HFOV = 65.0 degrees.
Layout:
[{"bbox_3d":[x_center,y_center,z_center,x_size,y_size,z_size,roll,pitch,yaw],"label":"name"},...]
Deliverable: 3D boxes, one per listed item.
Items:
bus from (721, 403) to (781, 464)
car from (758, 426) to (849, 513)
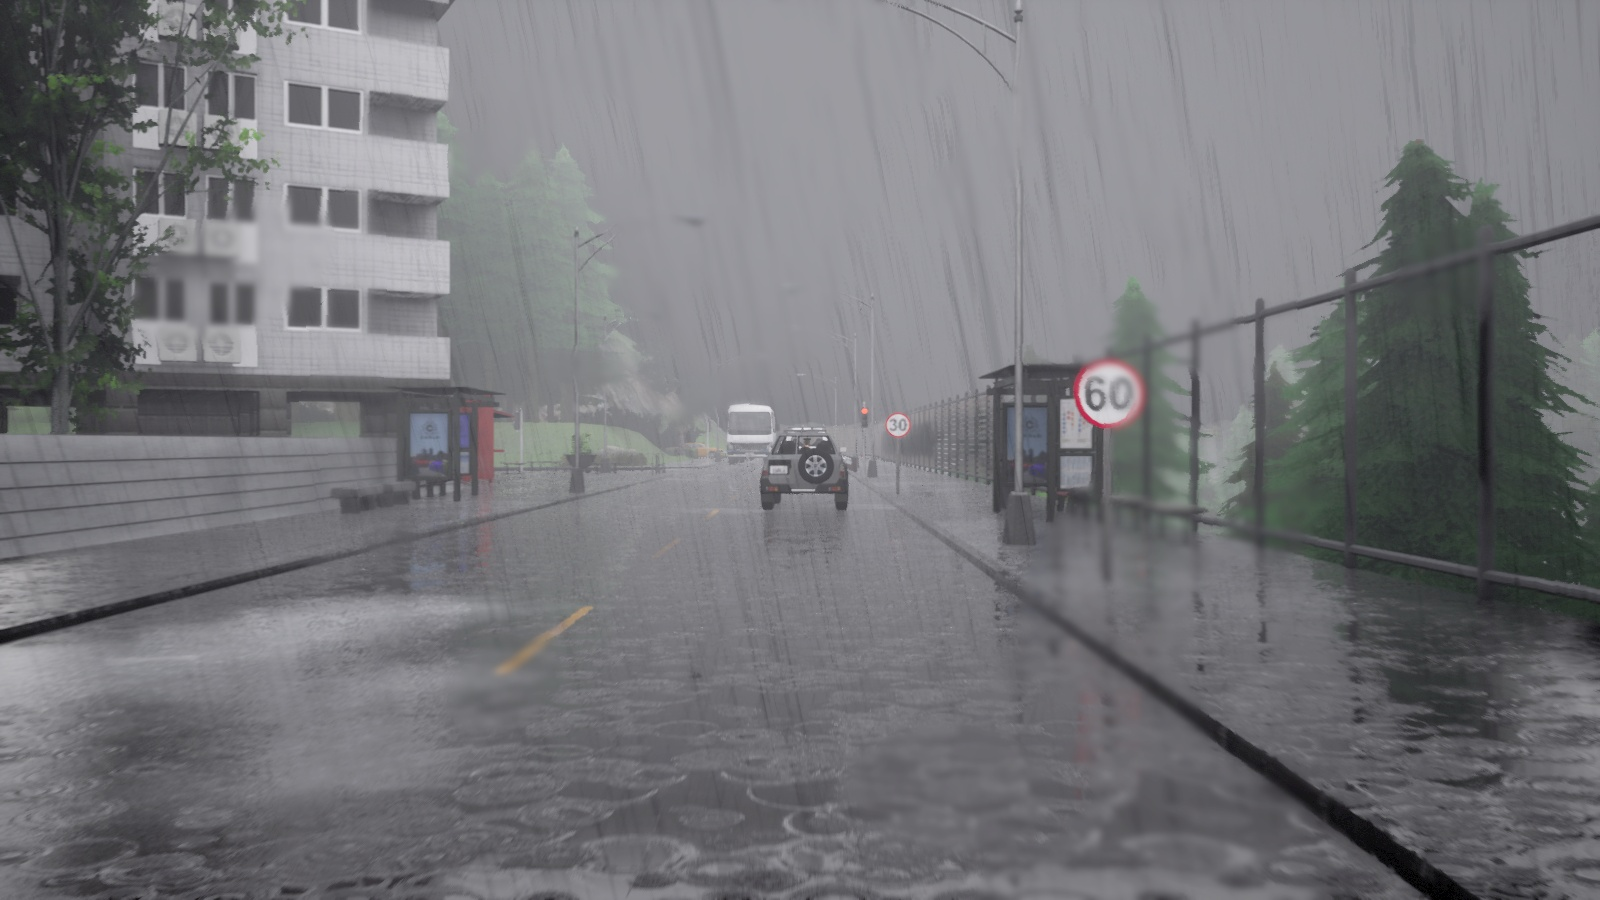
[{"bbox_3d":[-3.496,-1.152,92.197,3.944,4.253,10.273,0,0,0],"label":"bus"},{"bbox_3d":[0.156,0.400,28.944,1.932,1.855,4.605,0,0,2],"label":"car"}]
